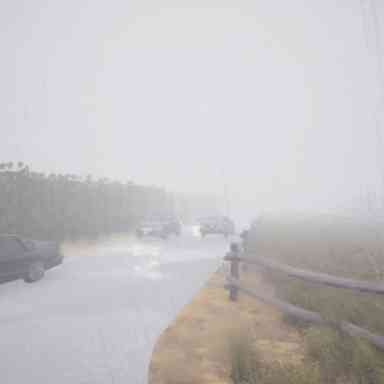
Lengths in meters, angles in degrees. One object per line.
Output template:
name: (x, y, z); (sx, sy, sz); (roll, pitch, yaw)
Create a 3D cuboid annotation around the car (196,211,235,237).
car: (1.862, 2.353, 23.665); (2.033, 1.411, 5.357); (0, -2, 14)

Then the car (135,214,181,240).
car: (-2.062, 2.169, 21.498); (2.128, 1.511, 4.902); (0, -2, 14)

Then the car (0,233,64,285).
car: (-5.522, 1.742, 8.182); (2.033, 1.411, 5.357); (0, -2, 18)
